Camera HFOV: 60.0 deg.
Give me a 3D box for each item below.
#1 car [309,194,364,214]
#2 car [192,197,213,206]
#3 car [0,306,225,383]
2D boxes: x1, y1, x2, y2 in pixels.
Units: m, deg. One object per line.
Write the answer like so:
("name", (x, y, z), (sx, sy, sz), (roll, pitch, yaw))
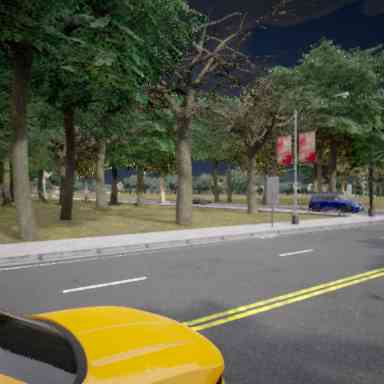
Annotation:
("car", (15.059, 1.214, 35.056), (2.150, 2.045, 5.566), (0, 0, -35))
("car", (1.178, 1.514, 54.551), (2.033, 1.411, 5.357), (0, 0, -35))
("car", (-1.986, 1.478, 2.020), (5.008, 1.535, 1.882), (0, 0, -36))
